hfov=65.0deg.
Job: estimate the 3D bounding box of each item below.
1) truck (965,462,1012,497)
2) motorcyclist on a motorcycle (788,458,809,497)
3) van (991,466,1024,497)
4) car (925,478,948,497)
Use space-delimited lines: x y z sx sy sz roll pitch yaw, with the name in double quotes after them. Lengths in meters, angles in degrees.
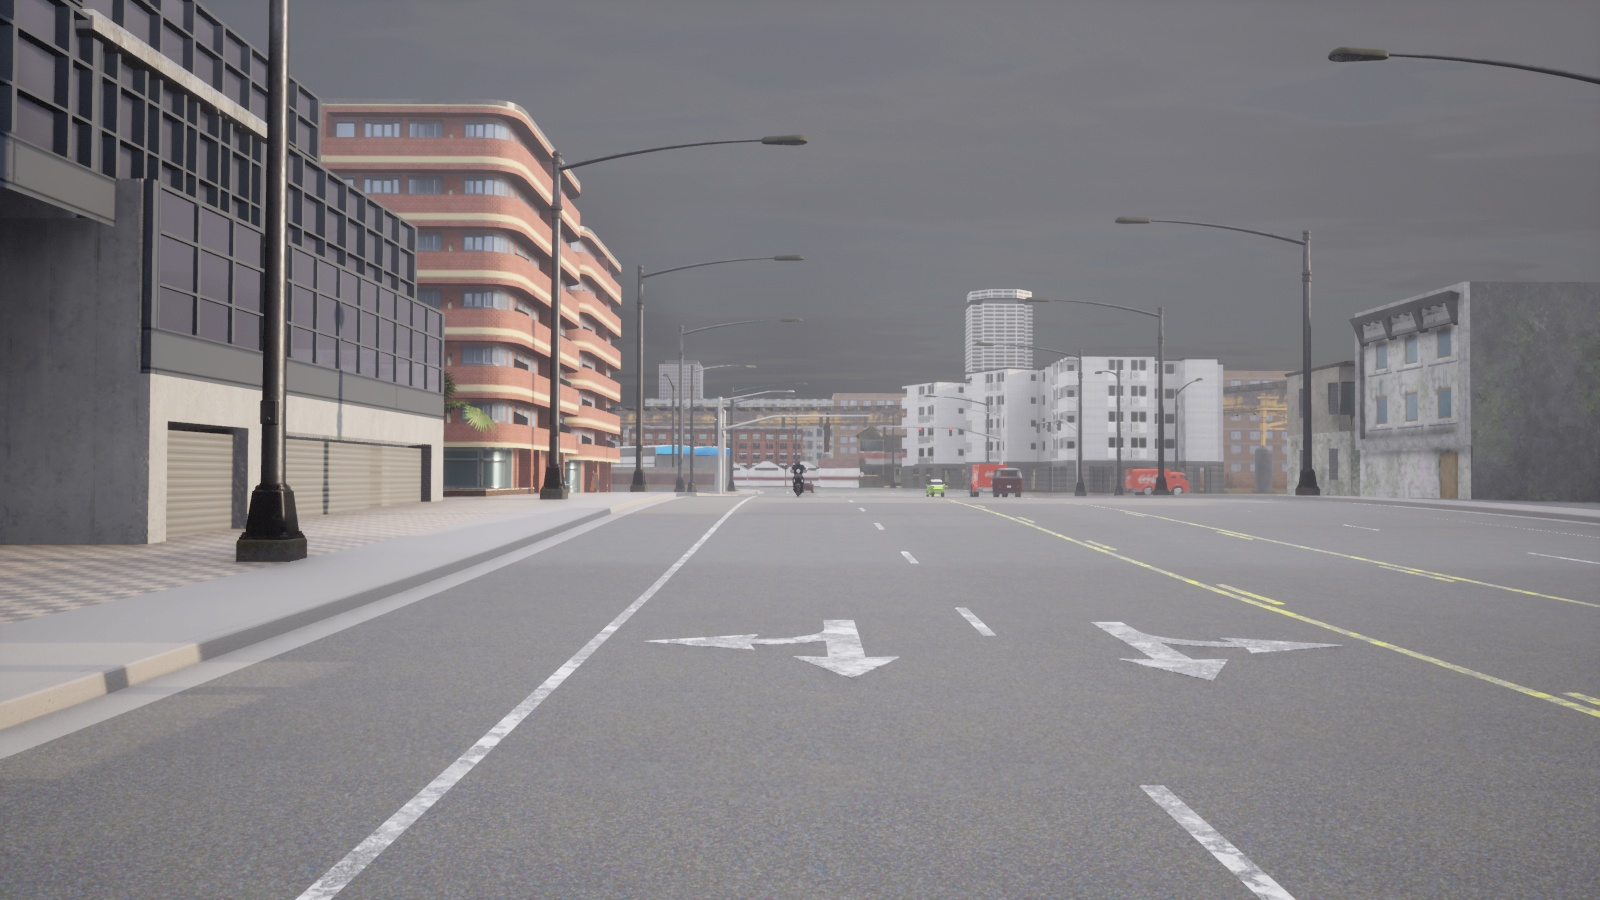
13.898 2.197 92.835 2.627 2.467 5.204 0 -2 0 "truck"
-0.062 1.160 52.723 0.866 1.590 1.817 0 -2 0 "motorcyclist on a motorcycle"
13.764 2.097 83.480 1.775 1.987 4.442 0 -2 5 "van"
10.393 2.841 95.568 1.481 1.376 2.207 0 -2 0 "car"
